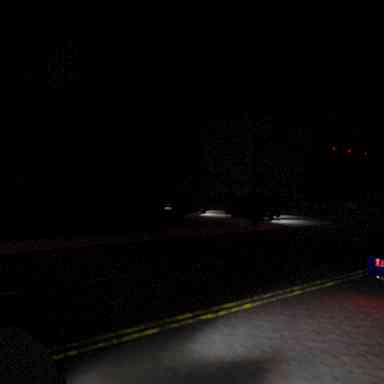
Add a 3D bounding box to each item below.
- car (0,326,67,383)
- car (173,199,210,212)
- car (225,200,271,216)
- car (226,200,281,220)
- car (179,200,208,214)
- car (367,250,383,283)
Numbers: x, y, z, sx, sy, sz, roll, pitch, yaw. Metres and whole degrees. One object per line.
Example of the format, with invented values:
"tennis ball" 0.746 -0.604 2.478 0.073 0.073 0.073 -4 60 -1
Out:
"car" -3.038 1.590 1.585 4.718 1.301 1.895 0 0 -35
"car" -0.155 1.707 43.624 2.033 1.411 5.357 0 0 -36
"car" 5.837 1.665 35.258 1.837 1.490 4.892 0 0 -36
"car" 5.346 1.685 29.947 2.033 1.411 5.357 0 0 -36
"car" -0.109 1.701 37.547 1.994 1.385 4.181 0 0 -36
"car" 6.487 1.665 8.376 4.718 1.301 1.895 0 0 -35
